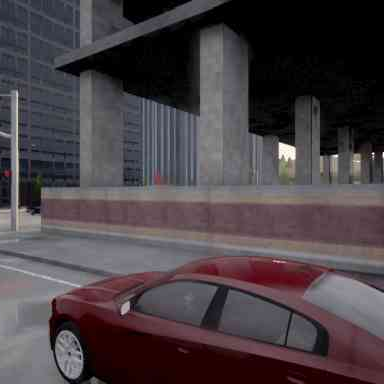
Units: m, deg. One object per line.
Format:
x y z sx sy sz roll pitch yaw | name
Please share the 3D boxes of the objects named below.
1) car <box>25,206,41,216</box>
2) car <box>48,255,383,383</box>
-14.147 1.656 33.551 1.895 1.301 4.718 0 0 36 | car
0.405 1.478 3.700 5.008 1.535 1.882 0 0 35 | car
